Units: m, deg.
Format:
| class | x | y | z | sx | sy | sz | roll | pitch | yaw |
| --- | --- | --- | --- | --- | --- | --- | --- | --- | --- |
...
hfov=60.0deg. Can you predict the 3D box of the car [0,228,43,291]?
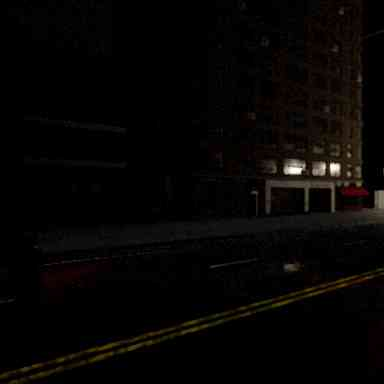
| class | x | y | z | sx | sy | sz | roll | pitch | yaw |
| --- | --- | --- | --- | --- | --- | --- | --- | --- | --- |
| car | -5.994 | 1.504 | 7.386 | 4.892 | 1.490 | 1.837 | 0 | 0 | -36 |
